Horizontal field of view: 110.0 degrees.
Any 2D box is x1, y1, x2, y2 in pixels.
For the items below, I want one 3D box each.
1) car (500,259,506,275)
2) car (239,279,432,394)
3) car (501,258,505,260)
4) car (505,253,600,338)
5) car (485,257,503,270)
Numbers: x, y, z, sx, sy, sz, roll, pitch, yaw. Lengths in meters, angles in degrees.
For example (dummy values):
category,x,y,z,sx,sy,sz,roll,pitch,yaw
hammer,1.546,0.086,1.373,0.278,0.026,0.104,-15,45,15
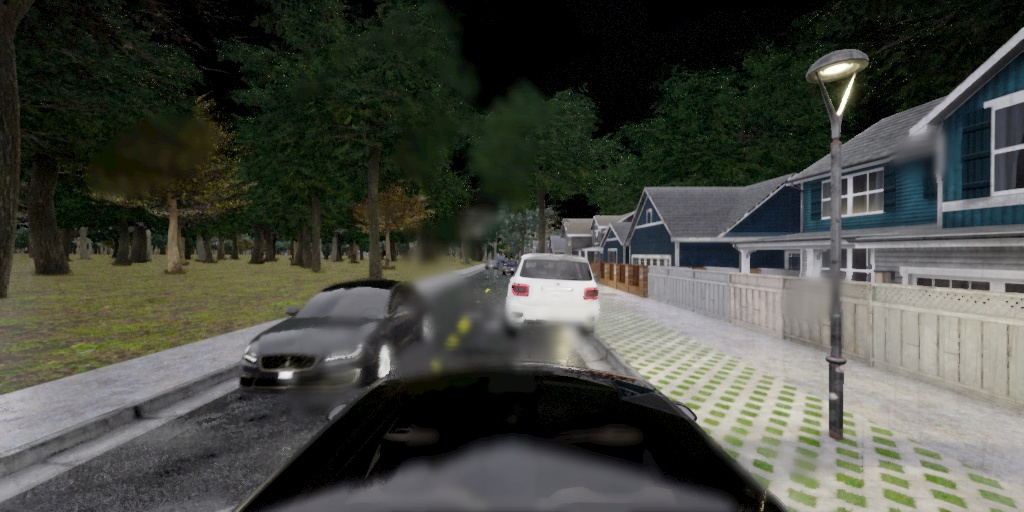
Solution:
category,x,y,z,sx,sy,sz,roll,pitch,yaw
car,0.014,1.336,38.462,1.994,1.385,4.181,0,0,1
car,-2.852,1.253,6.954,1.837,1.490,4.892,0,0,0
car,-0.118,1.336,48.209,1.994,1.385,4.181,0,0,2
car,0.962,1.010,10.362,2.150,2.045,5.566,3,-1,0
car,-2.866,1.263,51.801,2.128,1.511,4.902,0,0,0
